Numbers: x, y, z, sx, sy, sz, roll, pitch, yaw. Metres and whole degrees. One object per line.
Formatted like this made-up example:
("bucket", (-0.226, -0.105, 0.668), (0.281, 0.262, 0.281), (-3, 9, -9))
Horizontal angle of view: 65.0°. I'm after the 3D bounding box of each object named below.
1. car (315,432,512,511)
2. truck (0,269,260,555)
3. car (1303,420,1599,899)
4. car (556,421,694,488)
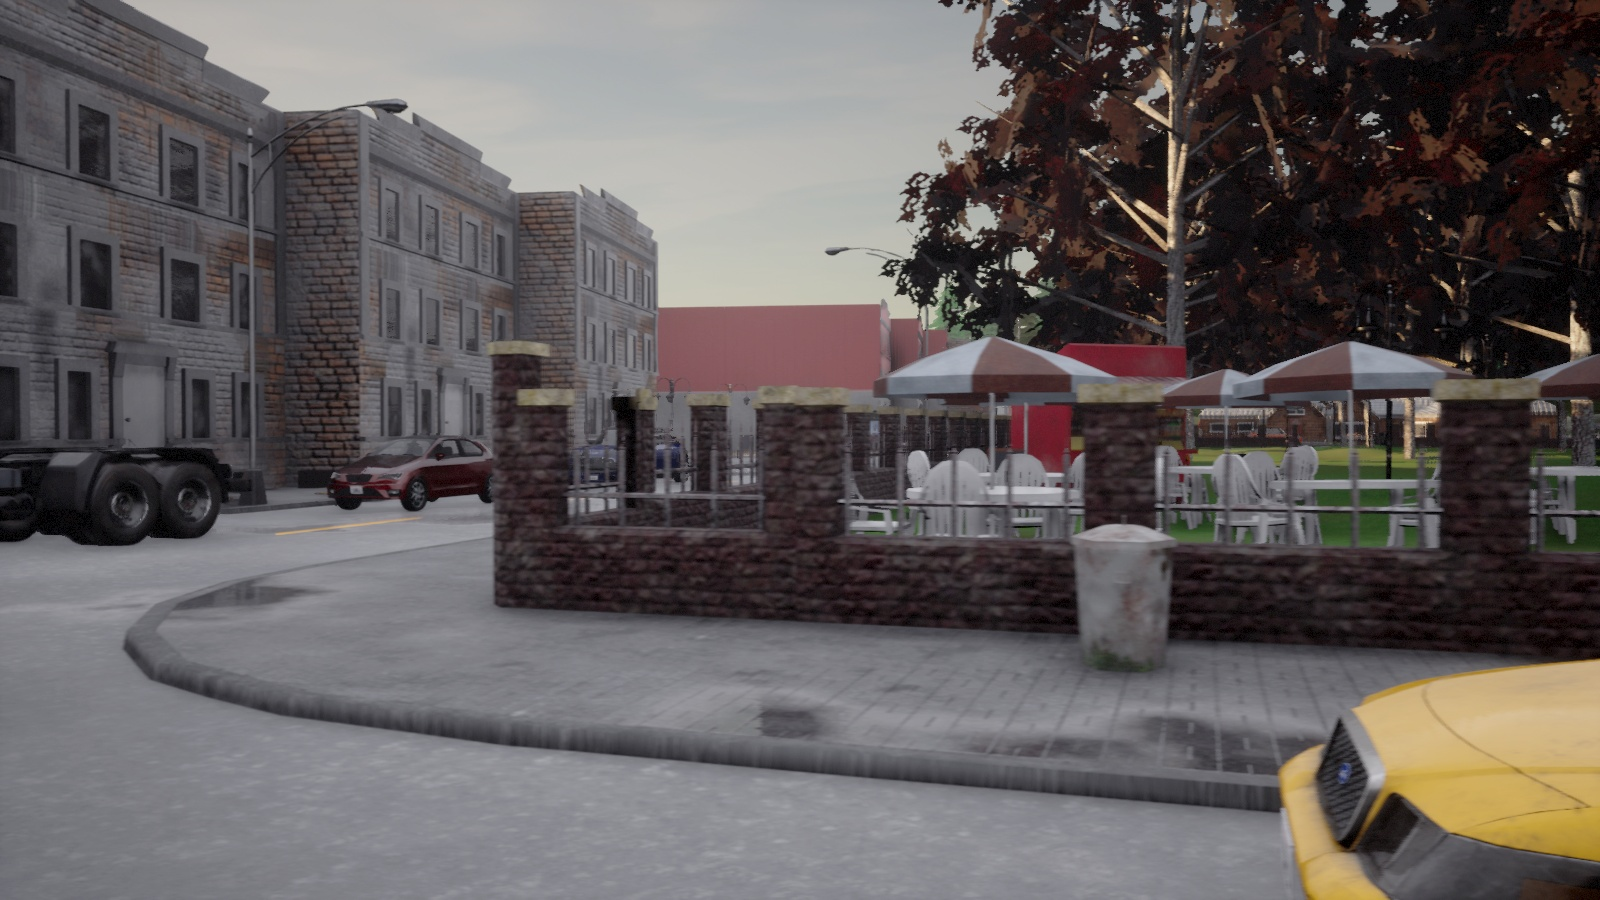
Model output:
("car", (-7.840, 0.373, 25.898), (1.816, 1.474, 4.193), (1, 1, 18))
("truck", (-10.936, -0.477, 16.084), (2.891, 3.462, 7.936), (1, 1, 18))
("car", (3.936, 0.745, 2.428), (5.366, 1.575, 1.801), (1, 1, 18))
("car", (-4.830, 0.078, 35.404), (2.097, 1.767, 4.553), (1, 1, 18))
